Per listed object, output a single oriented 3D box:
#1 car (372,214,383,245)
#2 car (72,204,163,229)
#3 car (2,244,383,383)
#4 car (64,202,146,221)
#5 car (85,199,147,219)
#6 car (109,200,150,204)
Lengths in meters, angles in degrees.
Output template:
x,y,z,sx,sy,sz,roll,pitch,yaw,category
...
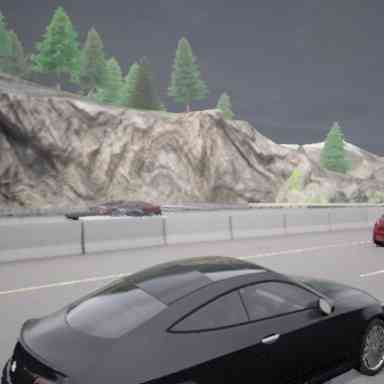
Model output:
x,y,z,sx,sy,sz,roll,pitch,yaw,category
9.511,1.336,13.519,4.553,1.767,2.097,0,0,-29,car
-3.760,1.555,18.129,4.718,1.301,1.895,0,0,-32,car
0.460,1.517,3.918,4.674,1.442,1.812,0,0,-34,car
-5.571,1.546,21.116,4.718,1.301,1.895,0,0,-32,car
-6.521,1.432,28.723,4.892,1.490,1.837,0,0,-31,car
-4.755,1.414,25.712,5.008,1.535,1.882,0,0,-31,car
